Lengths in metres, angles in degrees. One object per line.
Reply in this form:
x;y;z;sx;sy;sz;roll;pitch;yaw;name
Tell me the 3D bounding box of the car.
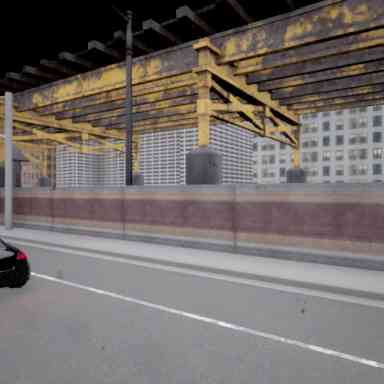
-5.764;1.563;8.027;4.181;1.385;1.994;0;0;36;car
